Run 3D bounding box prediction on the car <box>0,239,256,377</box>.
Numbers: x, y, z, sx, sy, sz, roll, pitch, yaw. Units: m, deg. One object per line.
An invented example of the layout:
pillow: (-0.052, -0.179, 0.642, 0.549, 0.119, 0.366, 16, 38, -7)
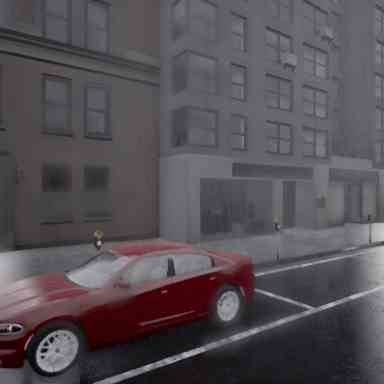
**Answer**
car: (-0.920, 1.541, 5.532, 4.507, 1.381, 1.887, 0, 0, -35)
